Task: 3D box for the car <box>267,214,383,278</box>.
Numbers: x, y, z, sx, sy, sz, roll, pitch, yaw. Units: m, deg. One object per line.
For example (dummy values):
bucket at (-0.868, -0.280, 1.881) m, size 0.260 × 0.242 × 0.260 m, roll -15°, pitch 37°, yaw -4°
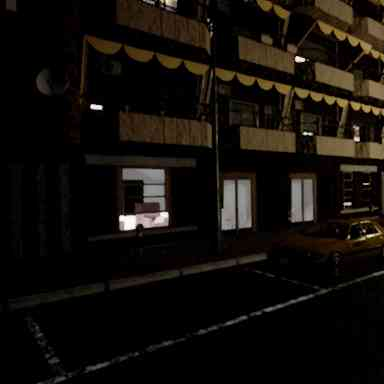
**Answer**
car at (4.210, 1.358, 9.571) m, size 4.829 × 1.417 × 1.752 m, roll -1°, pitch 0°, yaw -36°
